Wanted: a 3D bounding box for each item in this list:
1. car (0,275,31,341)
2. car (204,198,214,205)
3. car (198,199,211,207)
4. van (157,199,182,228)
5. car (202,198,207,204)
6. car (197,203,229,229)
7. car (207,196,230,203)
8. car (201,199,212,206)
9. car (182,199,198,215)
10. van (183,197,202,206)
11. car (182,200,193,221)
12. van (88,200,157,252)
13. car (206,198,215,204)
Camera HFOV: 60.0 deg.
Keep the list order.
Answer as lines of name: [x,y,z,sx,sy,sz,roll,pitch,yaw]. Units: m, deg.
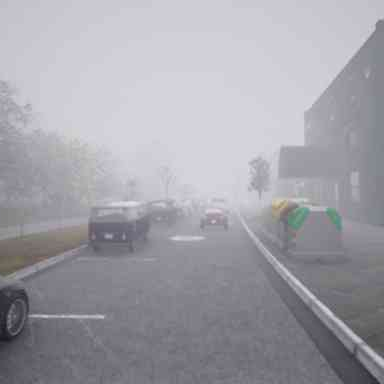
car: [-3.624,1.556,3.589,2.002,1.452,4.674,-1,0,1]
car: [4.392,2.433,85.495,1.946,1.575,5.366,0,-1,8]
car: [2.703,2.238,69.786,2.097,1.535,5.008,0,0,8]
van: [-2.119,1.525,24.739,1.878,1.987,4.442,0,0,4]
car: [0.933,2.113,53.252,2.002,1.452,4.674,0,-1,6]
car: [1.629,1.786,23.970,1.812,1.442,4.674,0,-1,5]
car: [3.401,1.655,40.955,2.150,2.045,5.566,0,-1,7]
car: [3.293,2.315,75.302,2.097,1.535,5.008,0,-1,8]
car: [-0.840,1.877,36.692,2.231,1.521,4.892,0,0,4]
van: [-0.230,1.733,42.346,1.878,1.987,4.442,0,-1,8]
car: [-1.428,1.849,31.212,2.163,1.488,4.792,0,0,4]
van: [-3.025,1.417,14.829,1.878,1.987,4.442,0,0,4]
car: [5.063,2.524,91.840,2.097,1.535,5.008,0,0,8]
